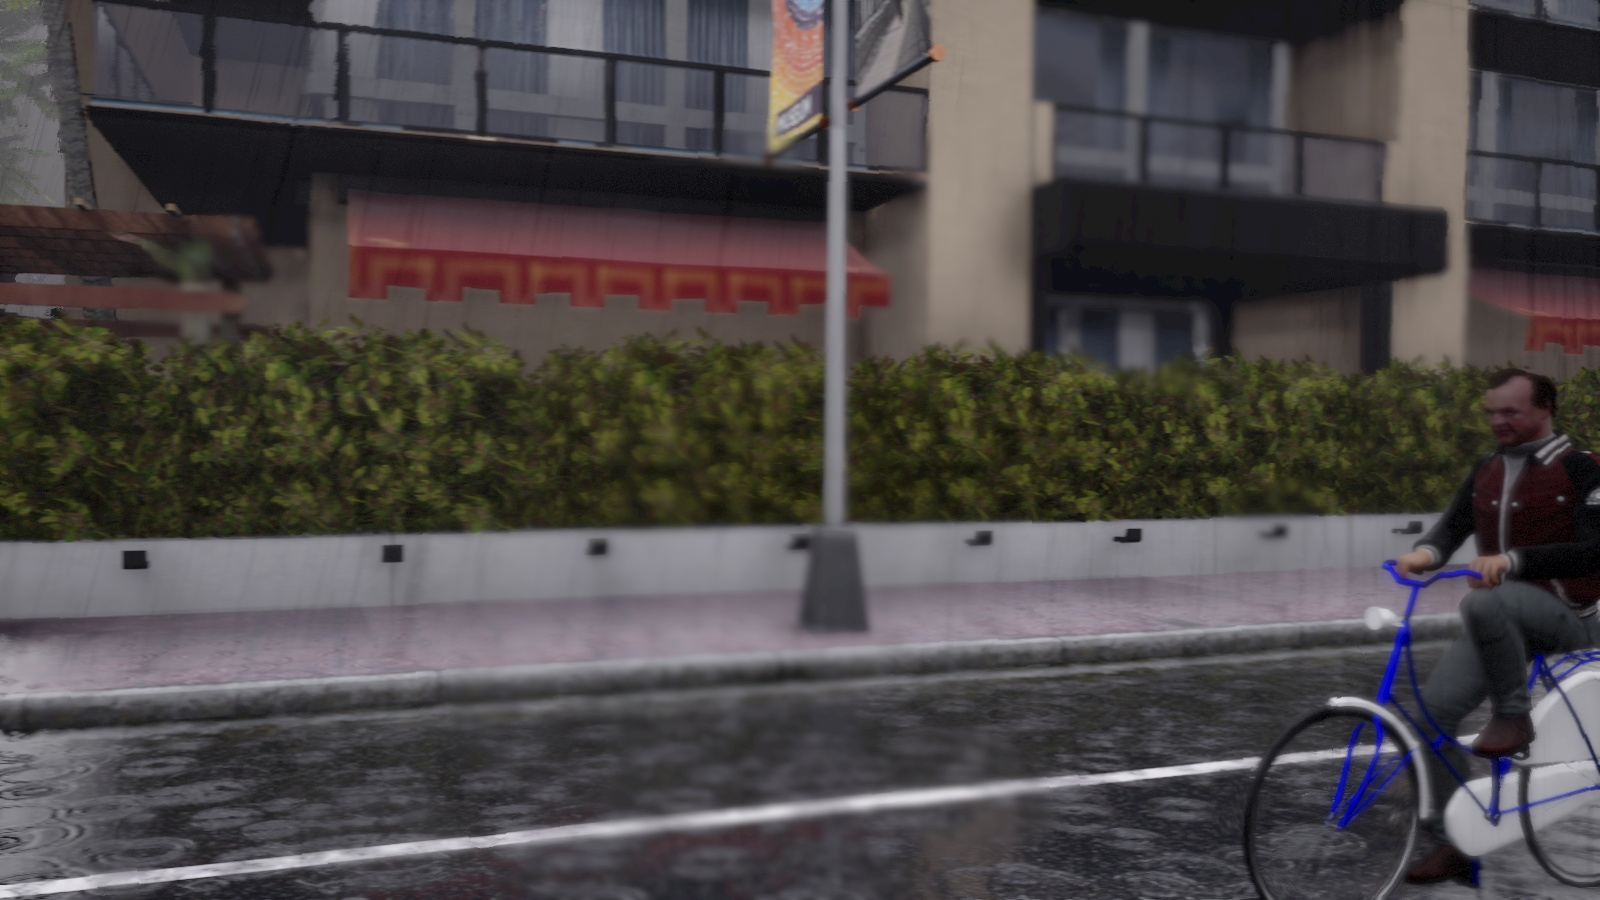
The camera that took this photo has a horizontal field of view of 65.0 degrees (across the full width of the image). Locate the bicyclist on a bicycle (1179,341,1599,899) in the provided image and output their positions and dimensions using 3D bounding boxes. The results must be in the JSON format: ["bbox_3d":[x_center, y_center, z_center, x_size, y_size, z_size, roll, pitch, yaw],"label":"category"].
[{"bbox_3d":[2.203,0.572,4.058,1.843,1.776,0.659,-1,1,-21],"label":"bicyclist on a bicycle"}]
